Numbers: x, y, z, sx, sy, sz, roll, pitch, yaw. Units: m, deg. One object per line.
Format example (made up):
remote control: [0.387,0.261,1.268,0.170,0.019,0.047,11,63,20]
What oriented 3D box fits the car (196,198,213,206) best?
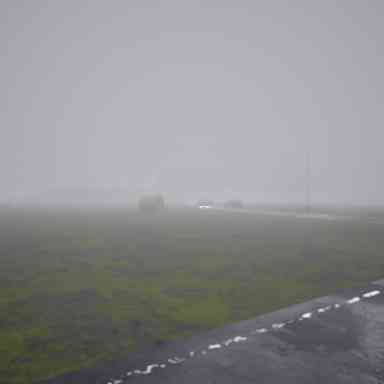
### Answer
car: [2.029,2.025,63.764,1.994,1.385,4.181,0,0,-11]

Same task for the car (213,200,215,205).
car: [3.607,2.019,71.654,2.033,1.411,5.357,0,0,-6]

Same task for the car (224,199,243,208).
car: [6.821,1.924,55.530,1.837,1.490,4.892,0,0,-16]
